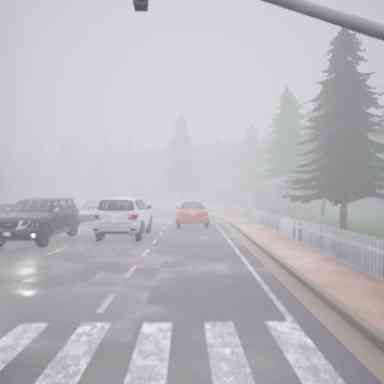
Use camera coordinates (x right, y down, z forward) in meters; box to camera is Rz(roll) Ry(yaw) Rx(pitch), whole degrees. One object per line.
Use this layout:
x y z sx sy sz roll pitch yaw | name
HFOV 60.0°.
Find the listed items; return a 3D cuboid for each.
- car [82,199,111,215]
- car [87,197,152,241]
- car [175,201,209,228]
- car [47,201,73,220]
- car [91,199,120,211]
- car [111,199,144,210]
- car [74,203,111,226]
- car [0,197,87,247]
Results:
-10.447 1.603 35.958 2.128 1.511 4.902 0 0 -27 | car
-3.398 1.275 17.143 2.150 2.045 5.566 0 0 0 | car
-0.091 1.426 23.167 2.097 1.767 4.553 0 0 -4 | car
-11.882 1.597 30.285 1.837 1.490 4.892 0 0 -17 | car
-11.489 1.701 44.094 1.994 1.385 4.181 0 0 -42 | car
-9.060 1.693 46.494 2.033 1.411 5.357 0 0 -43 | car
-7.427 1.604 25.281 1.812 1.442 4.674 0 0 -5 | car
-7.060 1.268 15.536 2.150 2.045 5.566 0 0 1 | car
